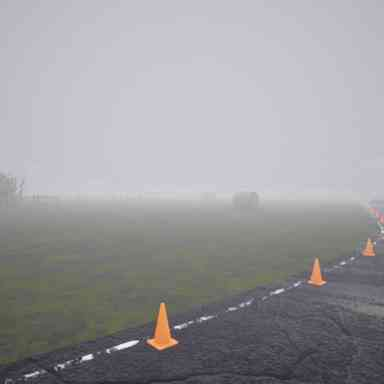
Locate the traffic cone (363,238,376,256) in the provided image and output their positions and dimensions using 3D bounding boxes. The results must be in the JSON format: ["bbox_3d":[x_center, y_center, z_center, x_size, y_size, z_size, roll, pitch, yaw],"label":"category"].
[{"bbox_3d":[6.245,1.924,11.721,0.340,0.580,0.340,0,0,39],"label":"traffic cone"}]

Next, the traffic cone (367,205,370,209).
[{"bbox_3d":[20.190,1.839,37.525,0.340,0.580,0.340,0,0,26],"label":"traffic cone"}]

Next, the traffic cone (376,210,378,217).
[{"bbox_3d":[15.876,1.871,28.504,0.340,0.580,0.340,0,0,26],"label":"traffic cone"}]

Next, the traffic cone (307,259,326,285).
[{"bbox_3d":[3.063,1.935,8.170,0.340,0.580,0.340,0,0,45],"label":"traffic cone"}]

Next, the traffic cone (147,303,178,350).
[{"bbox_3d":[-0.435,1.945,4.930,0.340,0.580,0.340,0,0,-40],"label":"traffic cone"}]

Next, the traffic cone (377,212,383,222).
[{"bbox_3d":[13.719,1.886,23.993,0.340,0.580,0.340,0,0,26],"label":"traffic cone"}]

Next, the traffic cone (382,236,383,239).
[{"bbox_3d":[9.084,1.913,15.552,0.340,0.580,0.340,0,0,34],"label":"traffic cone"}]

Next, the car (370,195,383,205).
[{"bbox_3d":[31.194,1.286,56.037,1.882,1.535,5.008,0,0,23],"label":"car"}]
